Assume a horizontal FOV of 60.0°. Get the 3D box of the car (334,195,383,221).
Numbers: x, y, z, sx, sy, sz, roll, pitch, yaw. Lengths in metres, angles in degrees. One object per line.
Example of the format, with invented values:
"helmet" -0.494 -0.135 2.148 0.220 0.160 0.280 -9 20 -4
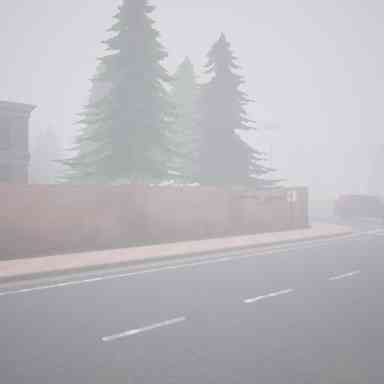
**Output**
"car" 13.878 1.222 25.795 2.150 2.045 5.566 0 0 -35
